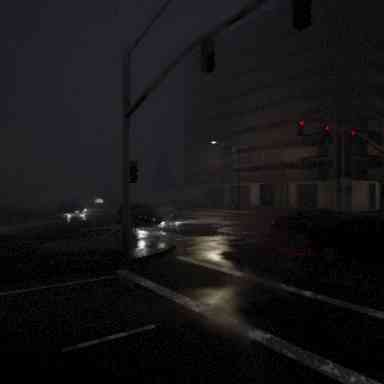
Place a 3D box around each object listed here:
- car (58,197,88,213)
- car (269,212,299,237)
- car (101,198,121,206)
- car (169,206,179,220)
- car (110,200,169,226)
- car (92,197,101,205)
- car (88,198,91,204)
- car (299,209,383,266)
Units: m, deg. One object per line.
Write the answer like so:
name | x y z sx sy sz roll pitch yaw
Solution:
car | -13.846 1.533 37.835 1.882 1.535 5.008 0 0 -35
car | 6.536 1.581 16.491 5.357 1.411 2.033 0 0 42
car | -12.782 1.656 54.780 1.895 1.301 4.718 0 0 -36
car | -2.981 1.581 28.632 1.812 1.442 4.674 0 0 -36
car | -3.888 1.560 23.837 1.837 1.490 4.892 0 0 -35
car | -18.061 1.581 62.202 1.812 1.442 4.674 0 0 -34
car | -16.839 1.548 48.143 2.128 1.511 4.902 0 0 -35
car | 5.981 1.501 9.978 1.882 1.535 5.008 0 0 -35
